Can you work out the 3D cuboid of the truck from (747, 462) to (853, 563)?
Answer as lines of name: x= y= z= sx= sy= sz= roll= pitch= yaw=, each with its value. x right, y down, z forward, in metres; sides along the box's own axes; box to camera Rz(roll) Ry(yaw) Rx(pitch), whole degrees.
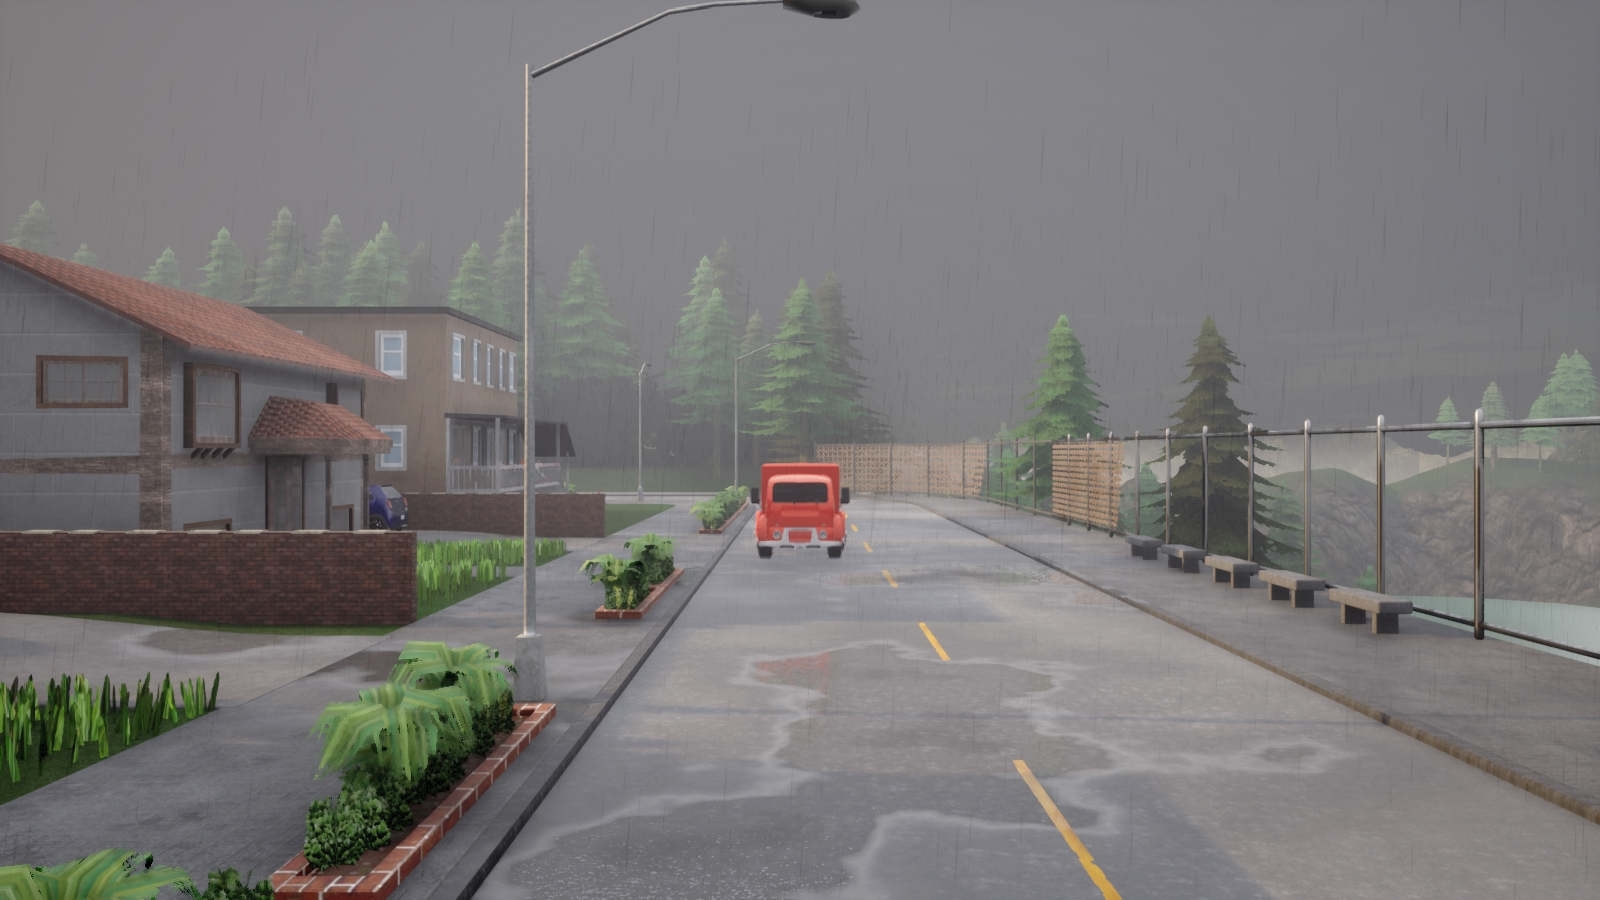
truck: x=0.012 y=1.588 z=31.036 sx=2.627 sy=2.467 sz=5.204 roll=0 pitch=0 yaw=0
